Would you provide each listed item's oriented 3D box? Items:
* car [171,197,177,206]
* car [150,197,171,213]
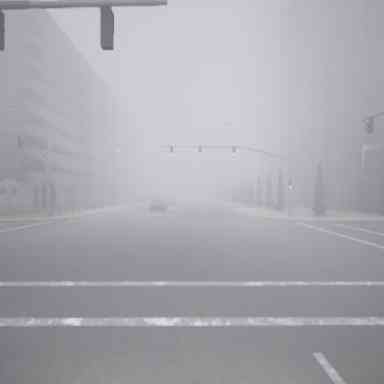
[{"bbox_3d":[-3.674,1.673,57.224,2.128,1.511,4.902,0,0,1],"label":"car"},{"bbox_3d":[-3.893,1.604,39.891,1.882,1.535,5.008,0,0,0],"label":"car"}]
